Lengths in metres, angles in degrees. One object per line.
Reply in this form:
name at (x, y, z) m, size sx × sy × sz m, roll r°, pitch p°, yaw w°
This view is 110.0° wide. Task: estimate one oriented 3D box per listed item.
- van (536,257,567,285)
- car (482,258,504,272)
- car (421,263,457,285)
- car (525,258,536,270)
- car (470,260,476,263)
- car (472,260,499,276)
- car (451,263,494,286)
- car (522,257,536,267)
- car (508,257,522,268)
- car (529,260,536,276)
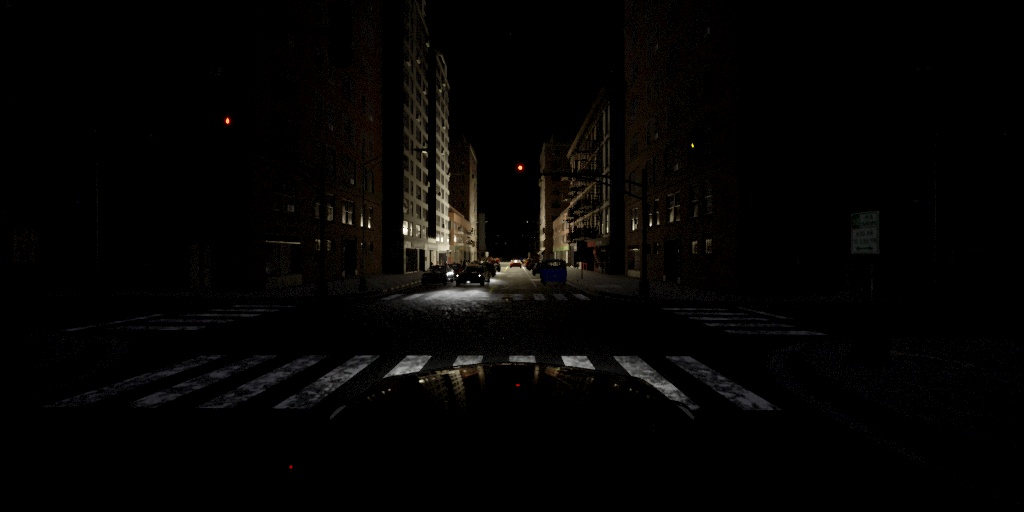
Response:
van at (2.846, 1.089, 25.363) m, size 1.690 × 1.789 × 3.998 m, roll 0°, pitch 0°, yaw 1°
car at (-2.452, 1.309, 45.199) m, size 1.994 × 1.385 × 4.181 m, roll 0°, pitch 0°, yaw 1°
car at (-5.179, 1.299, 25.427) m, size 2.007 × 1.370 × 4.403 m, roll 0°, pitch 0°, yaw 1°
car at (3.052, 1.325, 48.087) m, size 1.802 × 1.307 × 4.207 m, roll 0°, pitch 0°, yaw 1°
car at (-4.975, 1.269, 47.984) m, size 1.751 × 1.417 × 4.829 m, roll 0°, pitch 0°, yaw 1°
car at (-2.549, 1.349, 35.146) m, size 1.895 × 1.301 × 4.718 m, roll 0°, pitch 0°, yaw 1°
car at (-2.652, 1.349, 25.134) m, size 1.895 × 1.301 × 4.718 m, roll 0°, pitch 0°, yaw 4°
car at (3.103, 1.054, 53.769) m, size 2.192 × 1.841 × 5.009 m, roll 0°, pitch 0°, yaw 1°
car at (0.618, 1.336, 59.045) m, size 1.895 × 1.301 × 4.718 m, roll 0°, pitch 0°, yaw 1°
car at (2.949, 1.330, 36.725) m, size 1.802 × 1.307 × 4.207 m, roll 0°, pitch 0°, yaw 1°
